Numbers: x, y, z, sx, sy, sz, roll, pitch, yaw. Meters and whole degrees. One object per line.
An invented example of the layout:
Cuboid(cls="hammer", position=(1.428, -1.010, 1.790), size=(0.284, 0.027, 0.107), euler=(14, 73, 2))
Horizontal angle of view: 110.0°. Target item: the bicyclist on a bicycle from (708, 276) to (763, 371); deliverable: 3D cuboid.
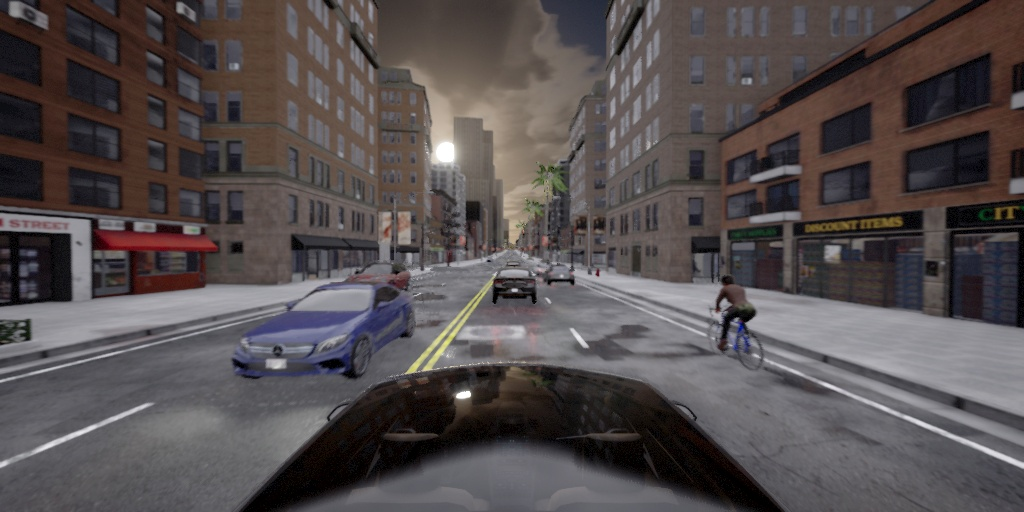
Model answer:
Cuboid(cls="bicyclist on a bicycle", position=(4.146, 1.204, 6.747), size=(0.582, 1.620, 1.656), euler=(0, 0, 0))

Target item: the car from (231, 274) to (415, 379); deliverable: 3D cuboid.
Cuboid(cls="car", position=(-3.349, 1.272, 7.423), size=(1.812, 1.442, 4.674), euler=(0, 0, 0))

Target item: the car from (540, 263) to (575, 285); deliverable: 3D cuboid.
Cuboid(cls="car", position=(3.349, 1.326, 26.200), size=(1.994, 1.385, 4.181), euler=(0, 0, 0))

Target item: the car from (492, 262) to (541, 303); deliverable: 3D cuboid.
Cuboid(cls="car", position=(0.106, 1.230, 16.814), size=(1.882, 1.535, 5.008), euler=(0, 0, 0))

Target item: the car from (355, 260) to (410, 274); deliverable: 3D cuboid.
Cuboid(cls="car", position=(-6.590, 1.101, 18.018), size=(2.097, 1.767, 4.553), euler=(0, 0, 0))
